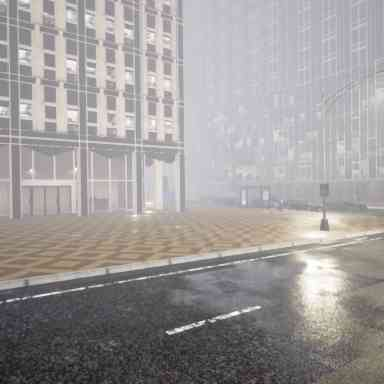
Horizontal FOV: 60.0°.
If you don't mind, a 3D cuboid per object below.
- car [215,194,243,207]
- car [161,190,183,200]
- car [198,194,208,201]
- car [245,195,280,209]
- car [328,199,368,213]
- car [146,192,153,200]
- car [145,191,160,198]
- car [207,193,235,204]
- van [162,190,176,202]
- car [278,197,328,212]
[{"bbox_3d":[5.617,1.318,45.554,1.947,1.339,4.313,-1,1,-34],"label":"car"},{"bbox_3d":[-4.346,0.638,70.328,2.150,2.045,5.566,-1,1,-34],"label":"car"},{"bbox_3d":[2.913,1.041,64.380,1.802,1.307,4.206,-1,1,-34],"label":"car"},{"bbox_3d":[8.788,1.386,40.838,1.802,1.307,4.206,-1,1,-34],"label":"car"},{"bbox_3d":[16.084,1.406,34.974,1.994,1.385,4.181,-1,1,-35],"label":"car"},{"bbox_3d":[-10.432,1.037,69.004,2.008,1.369,4.403,0,1,-34],"label":"car"},{"bbox_3d":[-9.963,0.684,83.115,1.967,1.590,4.097,0,1,-34],"label":"car"},{"bbox_3d":[4.963,1.264,51.174,1.895,1.301,4.718,-1,1,-34],"label":"car"},{"bbox_3d":[-3.994,0.935,59.633,1.690,1.788,3.998,0,1,-34],"label":"van"},{"bbox_3d":[11.992,1.422,36.141,1.947,1.339,4.313,-1,1,-34],"label":"car"}]
